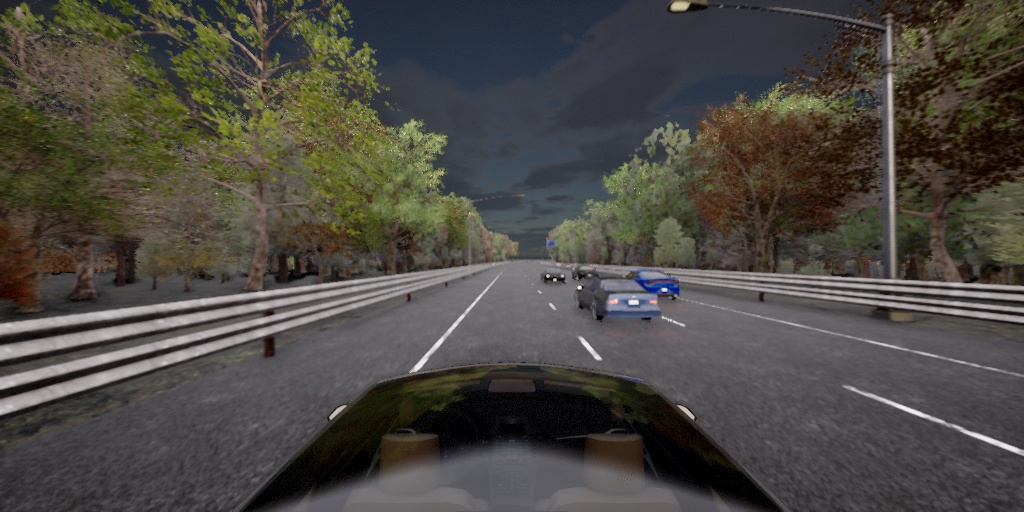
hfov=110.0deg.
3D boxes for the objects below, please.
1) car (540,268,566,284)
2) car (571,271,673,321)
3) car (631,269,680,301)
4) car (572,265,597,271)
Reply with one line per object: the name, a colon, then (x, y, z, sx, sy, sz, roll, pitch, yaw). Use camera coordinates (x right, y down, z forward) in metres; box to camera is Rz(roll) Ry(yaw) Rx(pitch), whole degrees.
car: (3.599, 1.753, 32.262, 1.895, 1.301, 4.718, 0, -1, 0)
car: (3.599, 1.449, 13.111, 2.033, 1.411, 5.357, 0, -1, 0)
car: (7.100, 1.458, 19.177, 1.882, 1.535, 5.008, 0, -1, 0)
car: (7.098, 1.670, 35.312, 1.882, 1.535, 5.008, 0, -1, 0)
